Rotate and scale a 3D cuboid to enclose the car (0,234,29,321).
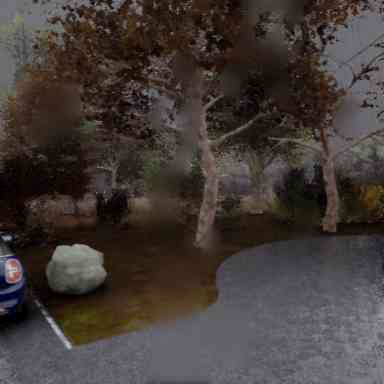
[{"bbox_3d":[-4.746,1.352,6.642,2.185,1.767,4.553,0,0,-36],"label":"car"}]
